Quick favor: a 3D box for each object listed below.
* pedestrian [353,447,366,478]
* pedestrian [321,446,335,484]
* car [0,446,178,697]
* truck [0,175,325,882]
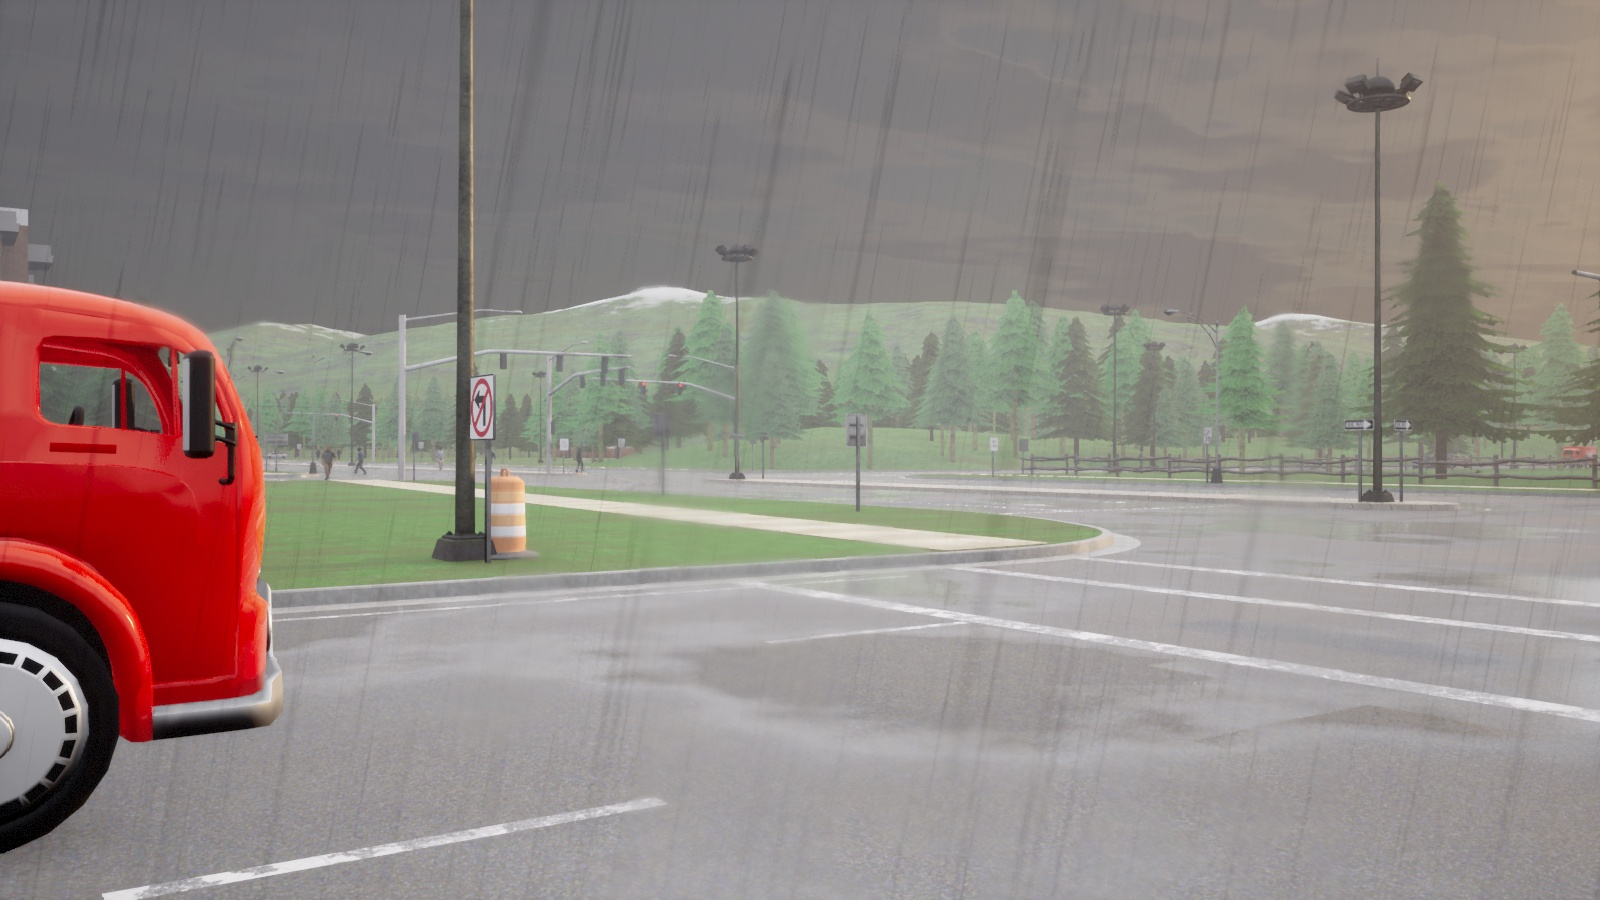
[{"bbox_3d":[-28.199,0.790,80.365,0.692,1.930,0.396,0,0,-34],"label":"pedestrian"},{"bbox_3d":[-23.419,0.743,62.325,0.540,1.848,0.694,0,0,-32],"label":"pedestrian"},{"bbox_3d":[-6.631,0.734,7.573,4.902,1.511,2.128,0,0,-35],"label":"car"},{"bbox_3d":[-4.781,0.280,4.597,5.204,2.467,2.627,0,0,-35],"label":"truck"}]
